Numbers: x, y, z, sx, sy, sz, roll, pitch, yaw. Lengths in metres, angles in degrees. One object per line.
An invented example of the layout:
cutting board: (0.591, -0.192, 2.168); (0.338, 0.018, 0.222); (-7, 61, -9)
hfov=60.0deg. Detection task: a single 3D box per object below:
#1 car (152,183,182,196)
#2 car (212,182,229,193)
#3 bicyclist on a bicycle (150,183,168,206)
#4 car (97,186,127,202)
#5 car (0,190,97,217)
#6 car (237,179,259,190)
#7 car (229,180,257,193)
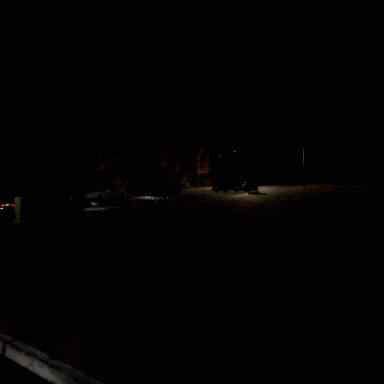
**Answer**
car: (-3.087, -0.304, 42.175); (1.837, 1.490, 4.892); (0, 3, 32)
car: (4.750, -0.684, 48.403); (2.033, 1.411, 5.357); (0, 3, 31)
bicyclist on a bicycle: (-2.326, 0.187, 23.367); (1.656, 1.620, 0.582); (0, 2, 34)
car: (-8.615, 0.181, 33.611); (1.812, 1.442, 4.674); (0, 3, 34)
car: (-9.070, 0.687, 21.132); (2.033, 1.411, 5.357); (0, 3, 38)
car: (9.575, -1.305, 56.643); (2.097, 1.767, 4.553); (0, 3, 30)
car: (7.555, -0.685, 46.760); (2.033, 1.411, 5.357); (0, 3, 31)
